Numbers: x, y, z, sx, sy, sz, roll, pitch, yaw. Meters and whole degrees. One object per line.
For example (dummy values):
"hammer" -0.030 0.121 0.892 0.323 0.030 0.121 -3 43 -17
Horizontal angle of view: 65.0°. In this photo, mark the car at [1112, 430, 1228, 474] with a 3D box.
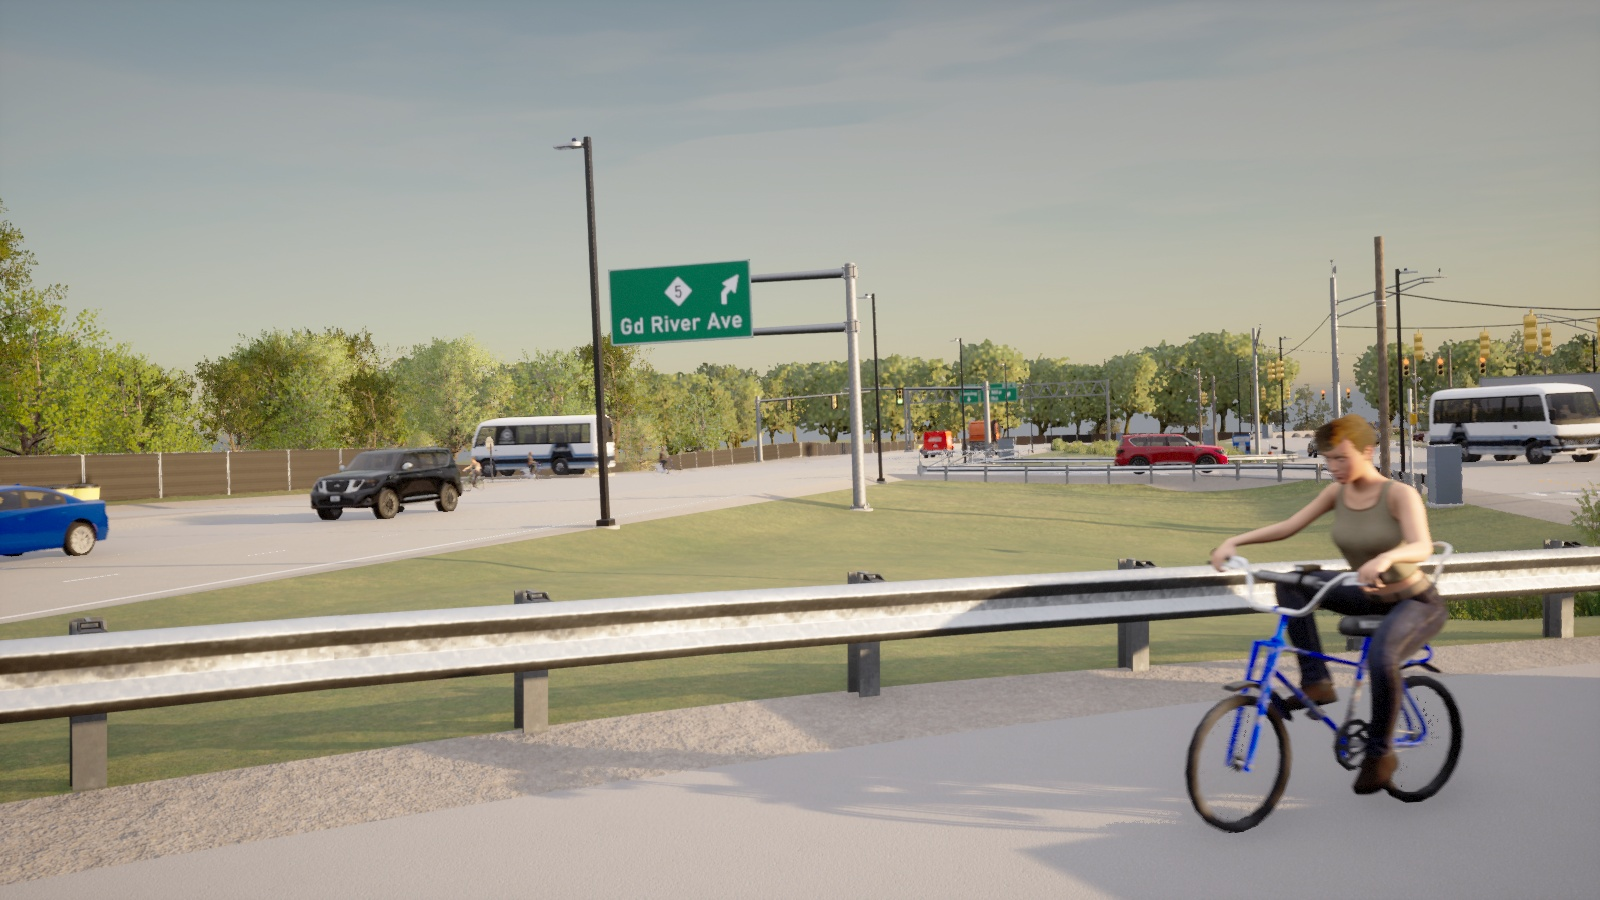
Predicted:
"car" 18.899 0.090 64.236 5.566 2.045 2.150 -2 0 17

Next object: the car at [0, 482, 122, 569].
"car" -15.986 1.525 24.483 1.882 1.535 5.008 -2 0 15

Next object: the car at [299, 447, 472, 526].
"car" -12.351 1.023 37.901 2.150 2.045 5.566 -2 0 15

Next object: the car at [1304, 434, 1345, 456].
"car" 37.888 -0.357 90.900 2.033 1.411 5.357 -2 1 16

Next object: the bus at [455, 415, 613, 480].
"bus" -18.971 -0.152 89.684 10.273 4.253 3.944 -2 1 16

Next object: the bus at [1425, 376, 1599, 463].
"bus" 39.177 -1.587 68.352 3.944 4.253 10.273 -3 1 -8

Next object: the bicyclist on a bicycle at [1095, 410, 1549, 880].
"bicyclist on a bicycle" 2.063 0.656 5.000 1.509 1.612 0.866 -1 1 -24
